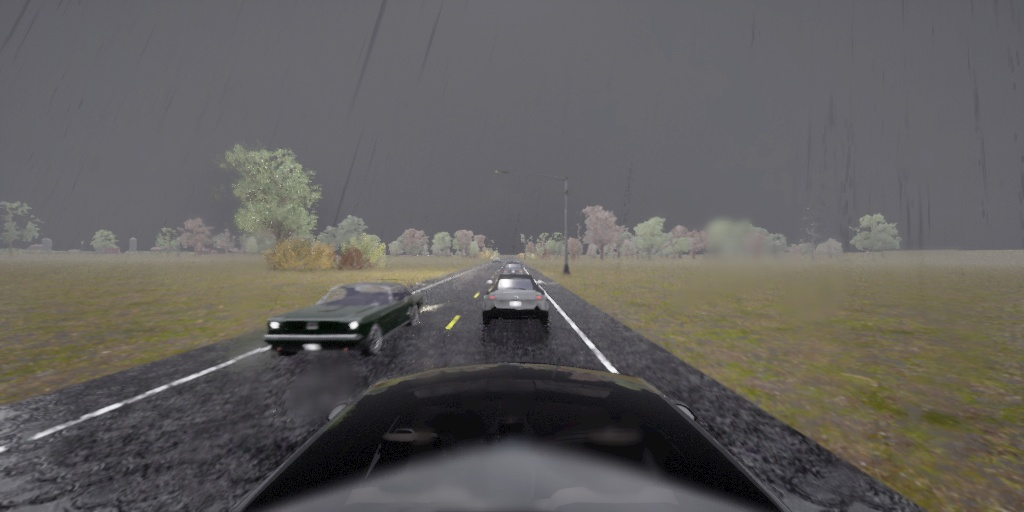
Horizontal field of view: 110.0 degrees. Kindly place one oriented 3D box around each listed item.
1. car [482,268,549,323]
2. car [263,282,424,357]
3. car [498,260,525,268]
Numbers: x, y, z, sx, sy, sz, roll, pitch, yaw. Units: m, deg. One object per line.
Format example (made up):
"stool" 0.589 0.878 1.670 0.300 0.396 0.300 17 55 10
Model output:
"car" 0.097 1.285 11.932 1.994 1.385 4.181 0 0 0
"car" -3.602 1.331 8.668 1.895 1.301 4.718 0 0 0
"car" 0.092 1.218 29.653 2.033 1.411 5.357 0 0 0
